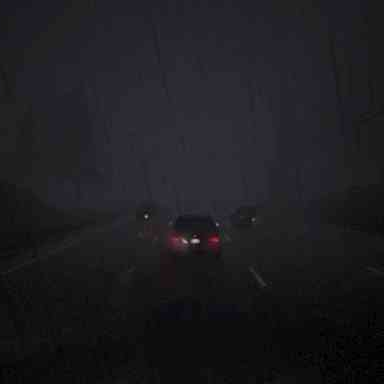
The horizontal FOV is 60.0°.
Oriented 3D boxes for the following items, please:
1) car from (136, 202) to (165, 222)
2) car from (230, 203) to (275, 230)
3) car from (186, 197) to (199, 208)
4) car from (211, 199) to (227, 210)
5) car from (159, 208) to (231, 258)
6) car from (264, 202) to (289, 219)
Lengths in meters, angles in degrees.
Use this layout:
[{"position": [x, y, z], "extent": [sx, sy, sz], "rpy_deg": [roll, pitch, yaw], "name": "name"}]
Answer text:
[{"position": [-3.407, 1.557, 27.265], "extent": [1.837, 1.490, 4.892], "rpy_deg": [0, 0, 0], "name": "car"}, {"position": [3.596, 1.601, 21.186], "extent": [1.994, 1.385, 4.181], "rpy_deg": [0, 0, 0], "name": "car"}, {"position": [0.083, 1.569, 50.373], "extent": [1.882, 1.535, 5.008], "rpy_deg": [0, 0, 0], "name": "car"}, {"position": [3.586, 1.626, 44.473], "extent": [2.033, 1.411, 5.357], "rpy_deg": [0, 0, 0], "name": "car"}, {"position": [0.098, 1.571, 12.832], "extent": [2.033, 1.411, 5.357], "rpy_deg": [0, 0, 0], "name": "car"}, {"position": [7.094, 1.599, 29.764], "extent": [2.033, 1.411, 5.357], "rpy_deg": [0, 0, 0], "name": "car"}]
